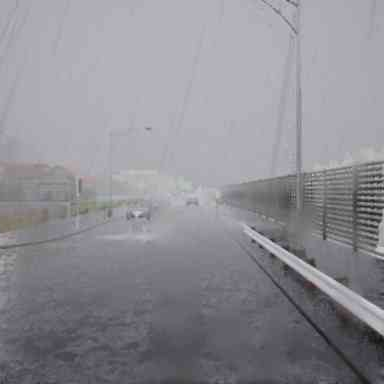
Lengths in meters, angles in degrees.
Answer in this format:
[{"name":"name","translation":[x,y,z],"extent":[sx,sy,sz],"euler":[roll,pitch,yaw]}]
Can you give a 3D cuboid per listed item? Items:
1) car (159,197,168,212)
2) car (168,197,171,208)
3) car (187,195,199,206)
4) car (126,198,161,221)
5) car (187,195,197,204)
[{"name":"car","translation":[-4.087,1.522,37.100],"extent":[1.994,1.385,4.181],"euler":[0,0,0]},{"name":"car","translation":[-4.059,1.423,47.554],"extent":[1.882,1.535,5.008],"euler":[0,0,0]},{"name":"car","translation":[0.110,1.430,54.000],"extent":[2.128,1.511,4.902],"euler":[0,0,0]},{"name":"car","translation":[-4.093,1.460,27.163],"extent":[2.128,1.511,4.902],"euler":[0,0,0]},{"name":"car","translation":[0.010,1.404,64.300],"extent":[1.882,1.535,5.008],"euler":[0,0,0]}]
